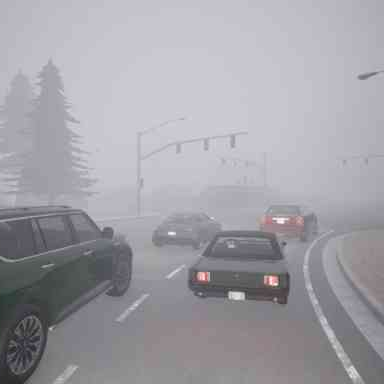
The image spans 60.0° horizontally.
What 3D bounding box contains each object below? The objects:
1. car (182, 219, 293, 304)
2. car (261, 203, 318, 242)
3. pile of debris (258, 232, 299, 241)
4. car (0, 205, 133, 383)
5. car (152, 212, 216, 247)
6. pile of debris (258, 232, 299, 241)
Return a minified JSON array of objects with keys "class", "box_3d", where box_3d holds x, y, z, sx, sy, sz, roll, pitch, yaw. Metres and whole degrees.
[{"class":"car","box_3d":[1.355,1.587,8.176,1.895,1.301,4.718,0,0,14]},{"class":"car","box_3d":[4.868,1.316,16.437,2.097,1.767,4.553,0,0,28]},{"class":"pile of debris","box_3d":[4.247,2.141,16.199,1.500,0.140,1.860,0,0,29]},{"class":"car","box_3d":[-2.774,1.222,5.591,2.150,2.045,5.566,0,0,8]},{"class":"car","box_3d":[-0.070,1.543,14.540,1.994,1.385,4.181,0,0,20]},{"class":"pile of debris","box_3d":[4.247,2.141,16.199,1.500,0.140,1.860,0,0,29]}]
